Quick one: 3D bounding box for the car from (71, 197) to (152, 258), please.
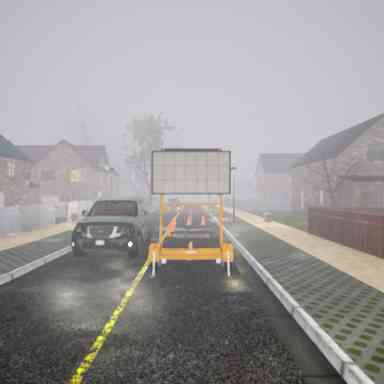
[{"bbox_3d":[-2.883,1.235,13.161,2.150,2.045,5.566,0,0,0],"label":"car"}]

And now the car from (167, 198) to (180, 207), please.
[{"bbox_3d":[-2.978,1.699,54.709,1.882,1.535,5.008,0,0,0],"label":"car"}]

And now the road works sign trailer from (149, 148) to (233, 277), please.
[{"bbox_3d":[-0.026,0.472,10.221,2.380,3.560,2.880,0,0,0],"label":"road works sign trailer"}]
